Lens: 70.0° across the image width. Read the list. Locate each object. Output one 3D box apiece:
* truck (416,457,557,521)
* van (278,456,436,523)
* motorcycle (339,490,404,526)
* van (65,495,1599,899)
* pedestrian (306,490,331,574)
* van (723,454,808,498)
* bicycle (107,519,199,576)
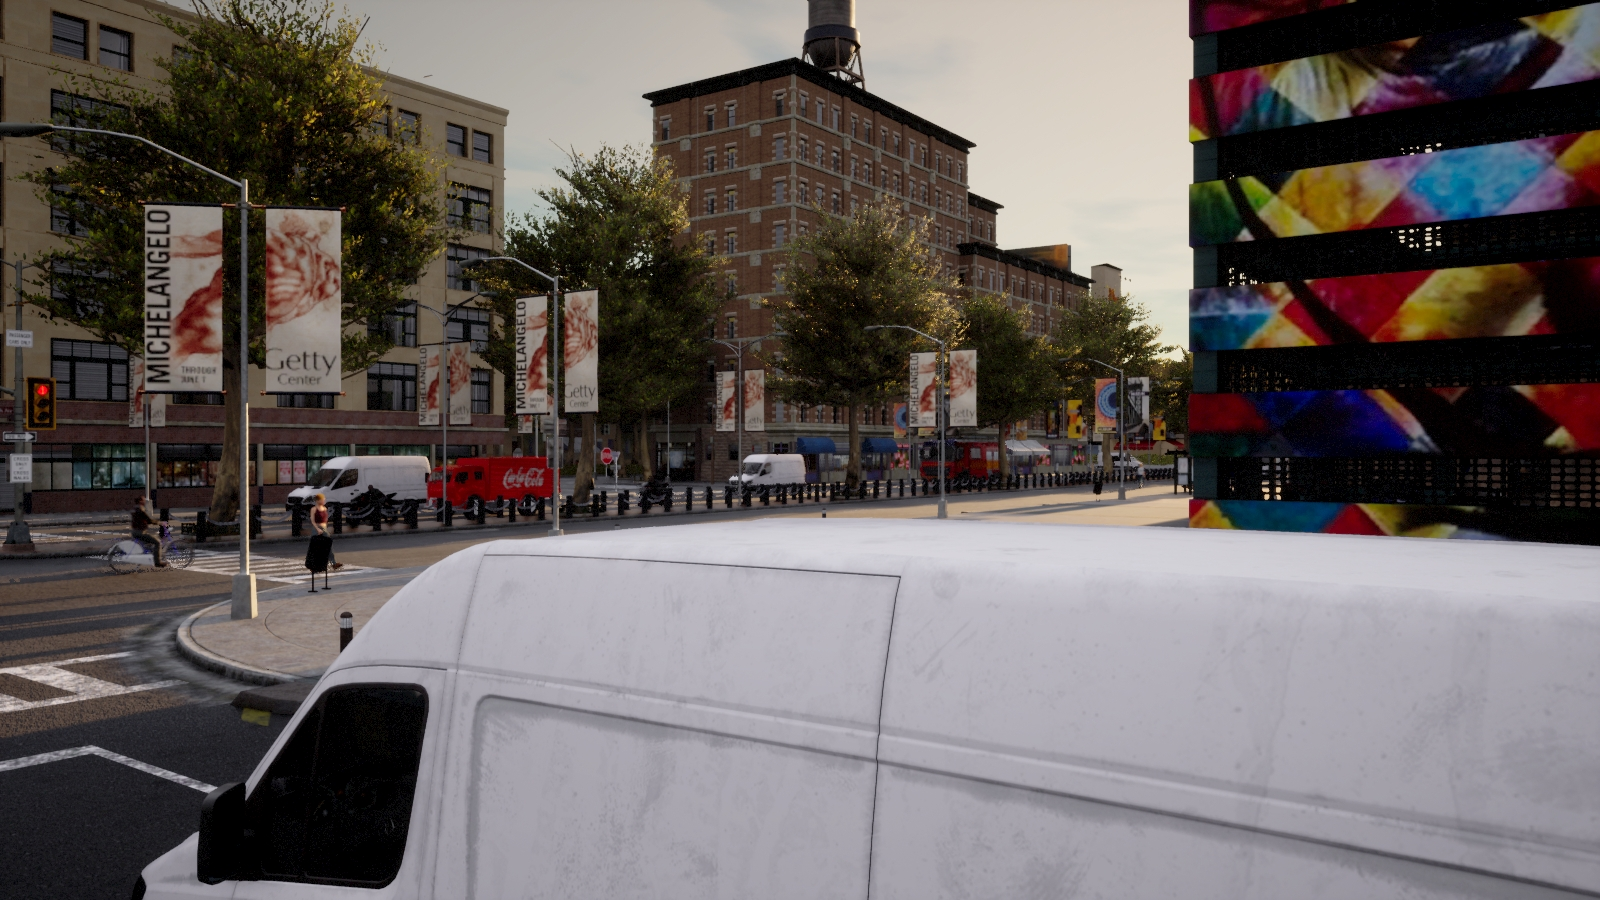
[{"bbox_3d":[-13.076,1.565,47.908,2.627,2.467,5.204,0,0,36],"label":"truck"},{"bbox_3d":[-18.065,1.534,46.934,1.988,2.561,5.915,0,0,36],"label":"van"},{"bbox_3d":[-16.269,2.205,43.436,0.867,1.251,2.209,0,0,36],"label":"motorcycle"},{"bbox_3d":[-0.118,1.534,3.913,5.915,2.561,1.988,0,0,36],"label":"van"},{"bbox_3d":[-10.874,1.848,25.793,0.375,1.860,0.375,0,0,29],"label":"pedestrian"},{"bbox_3d":[-2.054,1.535,69.385,1.988,2.561,5.915,0,0,36],"label":"van"},{"bbox_3d":[-14.820,2.210,26.204,0.329,1.171,1.835,0,0,39],"label":"bicycle"}]
